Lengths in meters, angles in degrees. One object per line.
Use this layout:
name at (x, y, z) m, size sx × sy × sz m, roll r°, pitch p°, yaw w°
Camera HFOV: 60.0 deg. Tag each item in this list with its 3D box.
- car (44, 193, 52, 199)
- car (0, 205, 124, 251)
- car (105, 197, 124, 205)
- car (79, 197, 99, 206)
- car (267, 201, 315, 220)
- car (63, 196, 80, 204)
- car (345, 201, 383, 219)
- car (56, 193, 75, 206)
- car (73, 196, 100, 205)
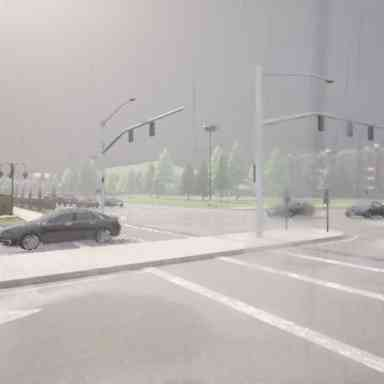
car at (-26.083, 1.228, 61.918) m, size 2.150 × 2.045 × 5.566 m, roll 0°, pitch 0°, yaw -35°
car at (-5.455, 1.506, 14.222) m, size 4.892 × 1.490 × 1.837 m, roll 0°, pitch 0°, yaw -35°
car at (-11.429, 1.499, 47.593) m, size 2.128 × 1.511 × 4.902 m, roll 0°, pitch 0°, yaw -36°
car at (-17.190, 1.572, 55.536) m, size 1.994 × 1.385 × 4.181 m, roll 0°, pitch 0°, yaw -36°
car at (8.460, 1.501, 28.423) m, size 4.902 × 1.511 × 2.128 m, roll 0°, pitch 0°, yaw -35°
car at (-23.000, 1.572, 63.630) m, size 1.994 × 1.385 × 4.181 m, roll 0°, pitch 0°, yaw -36°
car at (15.231, 1.538, 28.938) m, size 4.674 × 1.442 × 1.812 m, roll 0°, pitch 0°, yaw -35°
car at (-19.947, 1.228, 53.372) m, size 2.150 × 2.045 × 5.566 m, roll 0°, pitch 0°, yaw -36°
car at (-14.235, 1.607, 45.497) m, size 1.895 × 1.301 × 4.718 m, roll 0°, pitch 0°, yaw -36°
